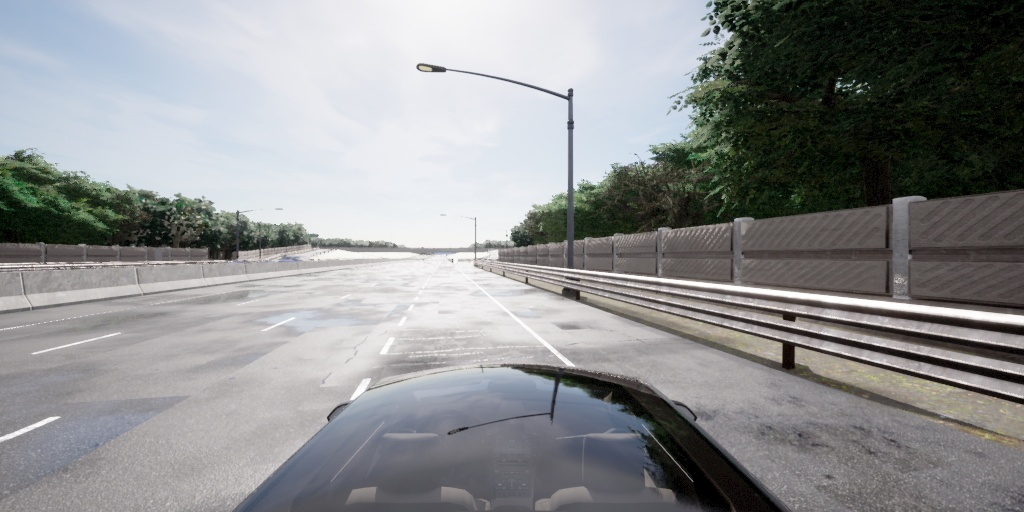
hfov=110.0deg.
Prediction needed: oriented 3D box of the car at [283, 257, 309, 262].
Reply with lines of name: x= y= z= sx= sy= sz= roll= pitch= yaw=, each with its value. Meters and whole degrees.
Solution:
car: x=-30.948 y=1.291 z=52.611 sx=2.128 sy=1.511 sz=4.902 roll=0 pitch=0 yaw=-10
